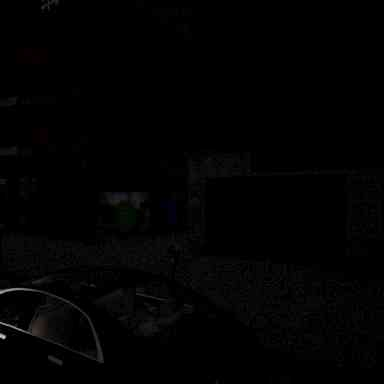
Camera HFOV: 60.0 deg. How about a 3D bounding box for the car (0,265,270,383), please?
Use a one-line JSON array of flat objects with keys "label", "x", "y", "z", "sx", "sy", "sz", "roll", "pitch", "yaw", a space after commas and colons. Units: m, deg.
[{"label": "car", "x": -1.339, "y": 1.551, "z": 3.803, "sx": 4.403, "sy": 1.369, "sz": 2.008, "roll": 0, "pitch": 0, "yaw": 36}]
